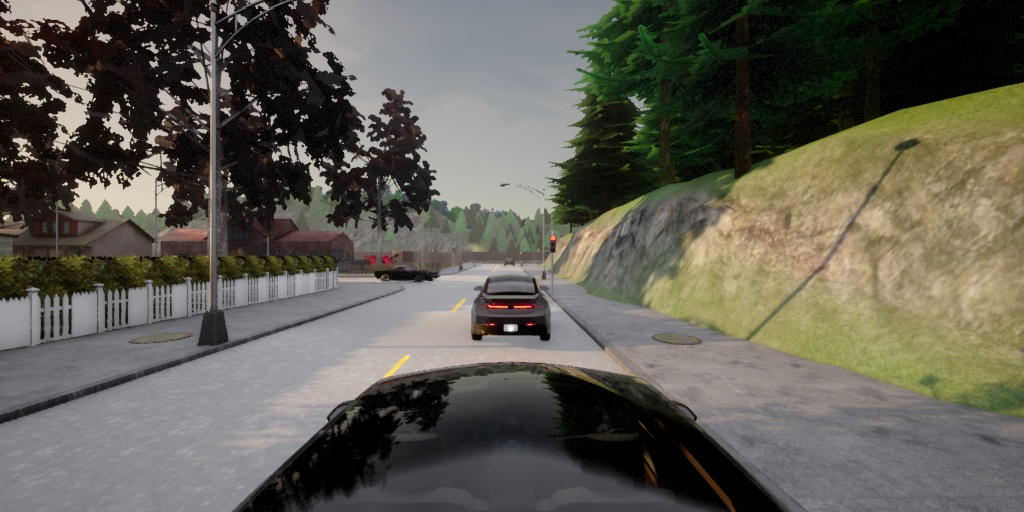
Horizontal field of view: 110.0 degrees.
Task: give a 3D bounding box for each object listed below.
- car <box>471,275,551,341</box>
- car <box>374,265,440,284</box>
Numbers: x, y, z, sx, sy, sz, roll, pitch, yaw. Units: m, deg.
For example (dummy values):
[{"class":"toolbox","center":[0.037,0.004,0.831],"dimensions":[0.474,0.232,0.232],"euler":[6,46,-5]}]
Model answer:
[{"class":"car","center":[-0.017,1.255,9.914],"dimensions":[1.837,1.490,4.892],"euler":[0,0,0]},{"class":"car","center":[-7.879,1.351,27.168],"dimensions":[4.718,1.301,1.895],"euler":[0,0,18]}]
